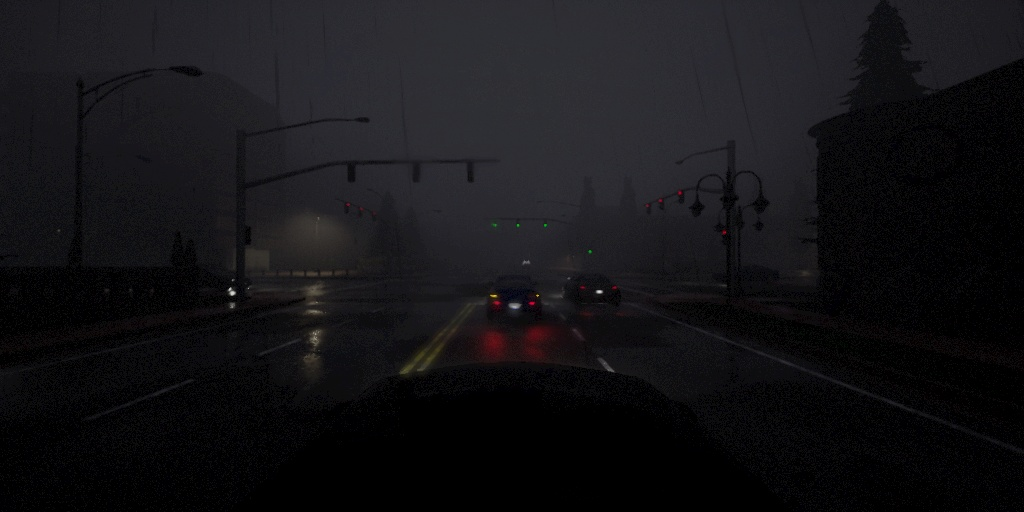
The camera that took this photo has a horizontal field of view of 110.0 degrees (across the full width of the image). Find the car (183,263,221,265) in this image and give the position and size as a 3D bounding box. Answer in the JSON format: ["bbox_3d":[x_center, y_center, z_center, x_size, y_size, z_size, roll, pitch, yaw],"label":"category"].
[{"bbox_3d":[-22.201,1.332,26.412,4.553,1.767,2.097,0,-1,0],"label":"car"}]

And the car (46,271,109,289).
[{"bbox_3d":[-28.424,1.548,22.918,4.718,1.301,1.895,0,-1,0],"label":"car"}]

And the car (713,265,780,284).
[{"bbox_3d":[19.371,1.488,29.784,5.008,1.535,1.882,0,-1,-1],"label":"car"}]

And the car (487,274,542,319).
[{"bbox_3d":[0.060,1.383,13.294,1.812,1.442,4.674,0,-1,-1],"label":"car"}]

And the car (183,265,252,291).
[{"bbox_3d":[-19.317,1.473,22.932,4.674,1.442,1.812,0,-1,0],"label":"car"}]

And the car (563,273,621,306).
[{"bbox_3d":[3.591,1.453,16.672,1.994,1.385,4.181,0,0,0],"label":"car"}]
